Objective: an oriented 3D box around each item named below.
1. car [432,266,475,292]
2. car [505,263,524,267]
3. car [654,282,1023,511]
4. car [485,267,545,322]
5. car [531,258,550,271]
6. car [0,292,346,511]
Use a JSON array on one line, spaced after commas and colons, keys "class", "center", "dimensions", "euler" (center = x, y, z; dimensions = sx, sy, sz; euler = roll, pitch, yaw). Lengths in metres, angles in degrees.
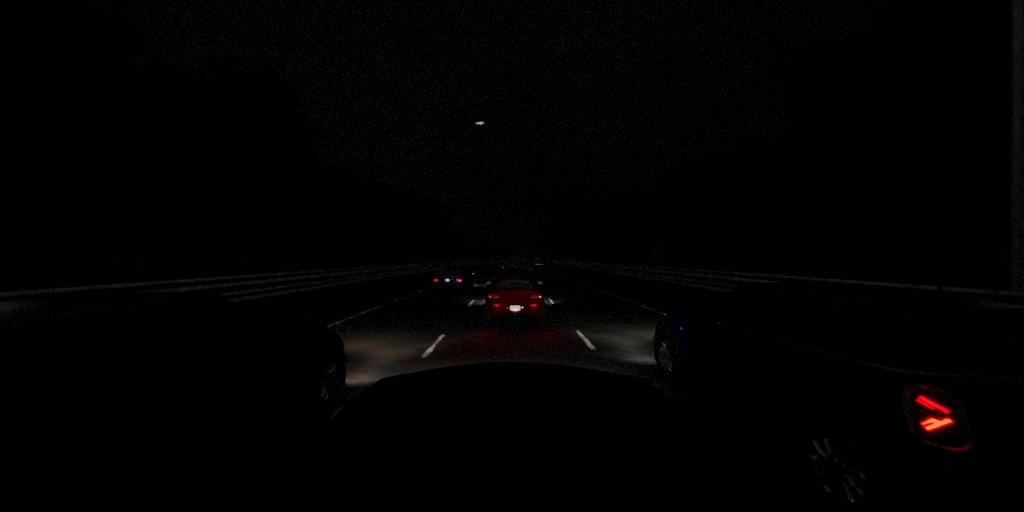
[{"class": "car", "center": [-3.387, 1.328, 21.355], "dimensions": [2.033, 1.411, 5.357], "euler": [0, 0, 0]}, {"class": "car", "center": [0.183, 1.285, 29.565], "dimensions": [1.882, 1.535, 5.008], "euler": [0, 0, 1]}, {"class": "car", "center": [3.500, 1.097, 4.356], "dimensions": [2.097, 1.767, 4.553], "euler": [0, 0, 0]}, {"class": "car", "center": [0.083, 1.286, 12.263], "dimensions": [1.812, 1.442, 4.674], "euler": [0, 0, 0]}, {"class": "car", "center": [4.177, 1.421, 54.262], "dimensions": [2.128, 1.511, 4.902], "euler": [0, 0, 2]}, {"class": "car", "center": [-3.399, 1.103, 3.251], "dimensions": [2.097, 1.767, 4.553], "euler": [0, 0, 0]}]
